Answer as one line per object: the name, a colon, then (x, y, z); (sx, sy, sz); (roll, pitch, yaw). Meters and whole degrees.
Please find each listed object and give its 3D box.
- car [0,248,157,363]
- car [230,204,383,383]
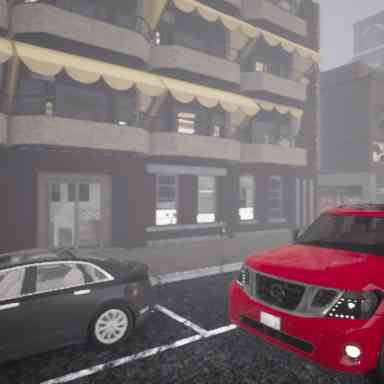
car: (-2.627, 1.553, 4.686); (4.403, 1.369, 2.008); (0, 0, -36)
car: (3.214, 1.245, 5.659); (5.566, 2.045, 2.150); (1, 0, -35)
